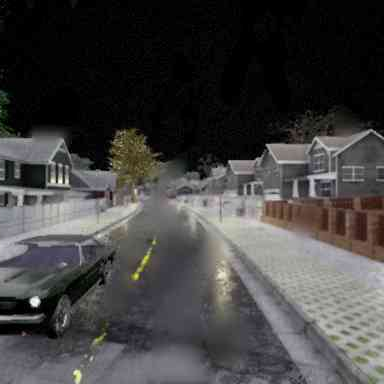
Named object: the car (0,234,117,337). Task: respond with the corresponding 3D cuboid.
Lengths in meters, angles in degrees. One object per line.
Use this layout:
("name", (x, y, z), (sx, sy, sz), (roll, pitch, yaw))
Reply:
("car", (-2.922, 1.600, 6.724), (1.895, 1.301, 4.718), (0, 0, -1))
